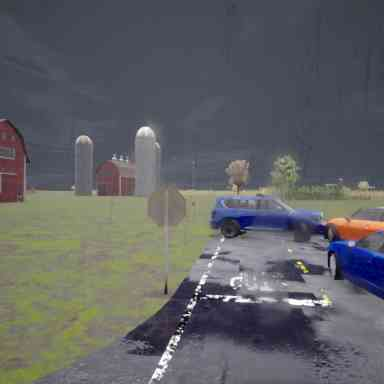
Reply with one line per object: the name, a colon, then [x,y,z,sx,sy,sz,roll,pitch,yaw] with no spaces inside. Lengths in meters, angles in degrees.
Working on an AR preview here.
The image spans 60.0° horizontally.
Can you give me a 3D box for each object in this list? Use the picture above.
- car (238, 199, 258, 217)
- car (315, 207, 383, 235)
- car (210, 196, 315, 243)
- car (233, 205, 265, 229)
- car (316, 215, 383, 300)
car: [5.504,1.502,33.003,1.837,1.490,4.892,0,0,9]
car: [7.386,1.366,13.286,2.097,1.767,4.553,0,0,-16]
car: [3.635,1.218,16.351,5.566,2.045,2.150,0,0,24]
car: [3.849,1.601,22.696,1.895,1.301,4.718,0,0,9]
car: [4.505,1.480,6.790,1.882,1.535,5.008,0,0,-1]
